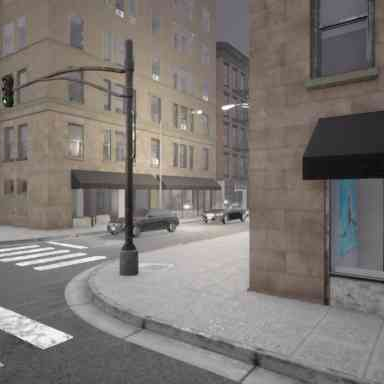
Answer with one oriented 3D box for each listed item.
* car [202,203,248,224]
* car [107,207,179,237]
[{"bbox_3d":[2.697,1.640,26.285,2.128,1.511,4.902,0,0,35],"label":"car"},{"bbox_3d":[-2.604,1.620,18.810,1.812,1.442,4.674,0,0,37],"label":"car"}]
